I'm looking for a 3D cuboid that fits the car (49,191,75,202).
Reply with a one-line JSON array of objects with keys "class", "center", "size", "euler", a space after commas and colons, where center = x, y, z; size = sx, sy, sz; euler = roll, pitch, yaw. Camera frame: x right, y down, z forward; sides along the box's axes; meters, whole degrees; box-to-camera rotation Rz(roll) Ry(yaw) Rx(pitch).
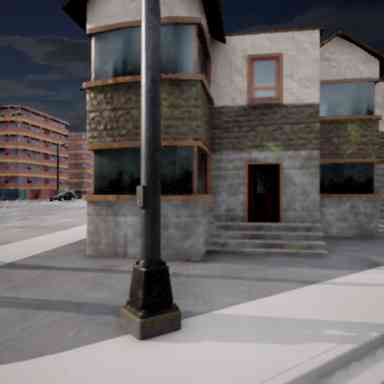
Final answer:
[{"class": "car", "center": [-19.340, 0.695, 49.686], "size": [1.837, 1.490, 4.892], "euler": [0, 0, 10]}]
